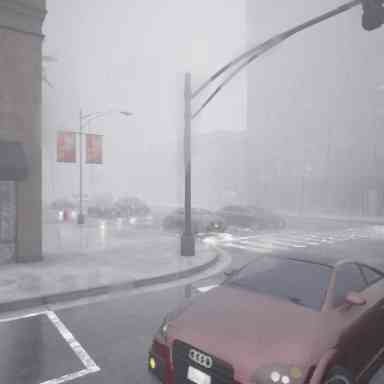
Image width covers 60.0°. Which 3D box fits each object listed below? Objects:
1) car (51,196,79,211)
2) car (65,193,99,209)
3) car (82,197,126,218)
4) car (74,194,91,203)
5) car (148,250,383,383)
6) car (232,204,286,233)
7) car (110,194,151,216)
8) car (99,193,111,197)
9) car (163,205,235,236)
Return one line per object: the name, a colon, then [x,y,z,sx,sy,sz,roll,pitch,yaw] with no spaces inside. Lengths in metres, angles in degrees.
car: [-15.779,1.542,40.627,1.895,1.301,4.718,0,0,-35]
car: [-15.087,1.149,45.226,2.150,2.045,5.566,0,1,-36]
car: [-7.943,1.487,29.714,1.812,1.442,4.674,0,0,-35]
car: [-21.539,1.246,65.477,2.097,1.767,4.553,0,0,-32]
car: [1.462,1.565,4.557,1.994,1.385,4.181,0,0,44]
car: [3.298,1.485,19.866,1.837,1.490,4.892,0,0,-38]
car: [-5.843,1.308,32.366,2.097,1.767,4.553,0,0,-36]
car: [-15.366,1.134,57.015,2.150,2.045,5.566,0,0,-36]
car: [0.085,1.546,18.582,1.994,1.385,4.181,0,0,-36]
